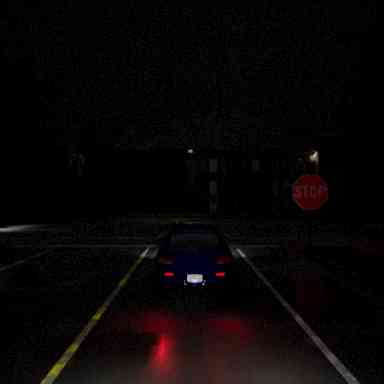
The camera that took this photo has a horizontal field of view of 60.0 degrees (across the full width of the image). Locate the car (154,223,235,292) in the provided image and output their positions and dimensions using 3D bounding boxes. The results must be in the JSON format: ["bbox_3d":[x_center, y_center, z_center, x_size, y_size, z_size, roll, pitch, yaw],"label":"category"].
[{"bbox_3d":[0.059,1.574,8.983,1.812,1.442,4.674,0,0,0],"label":"car"}]
